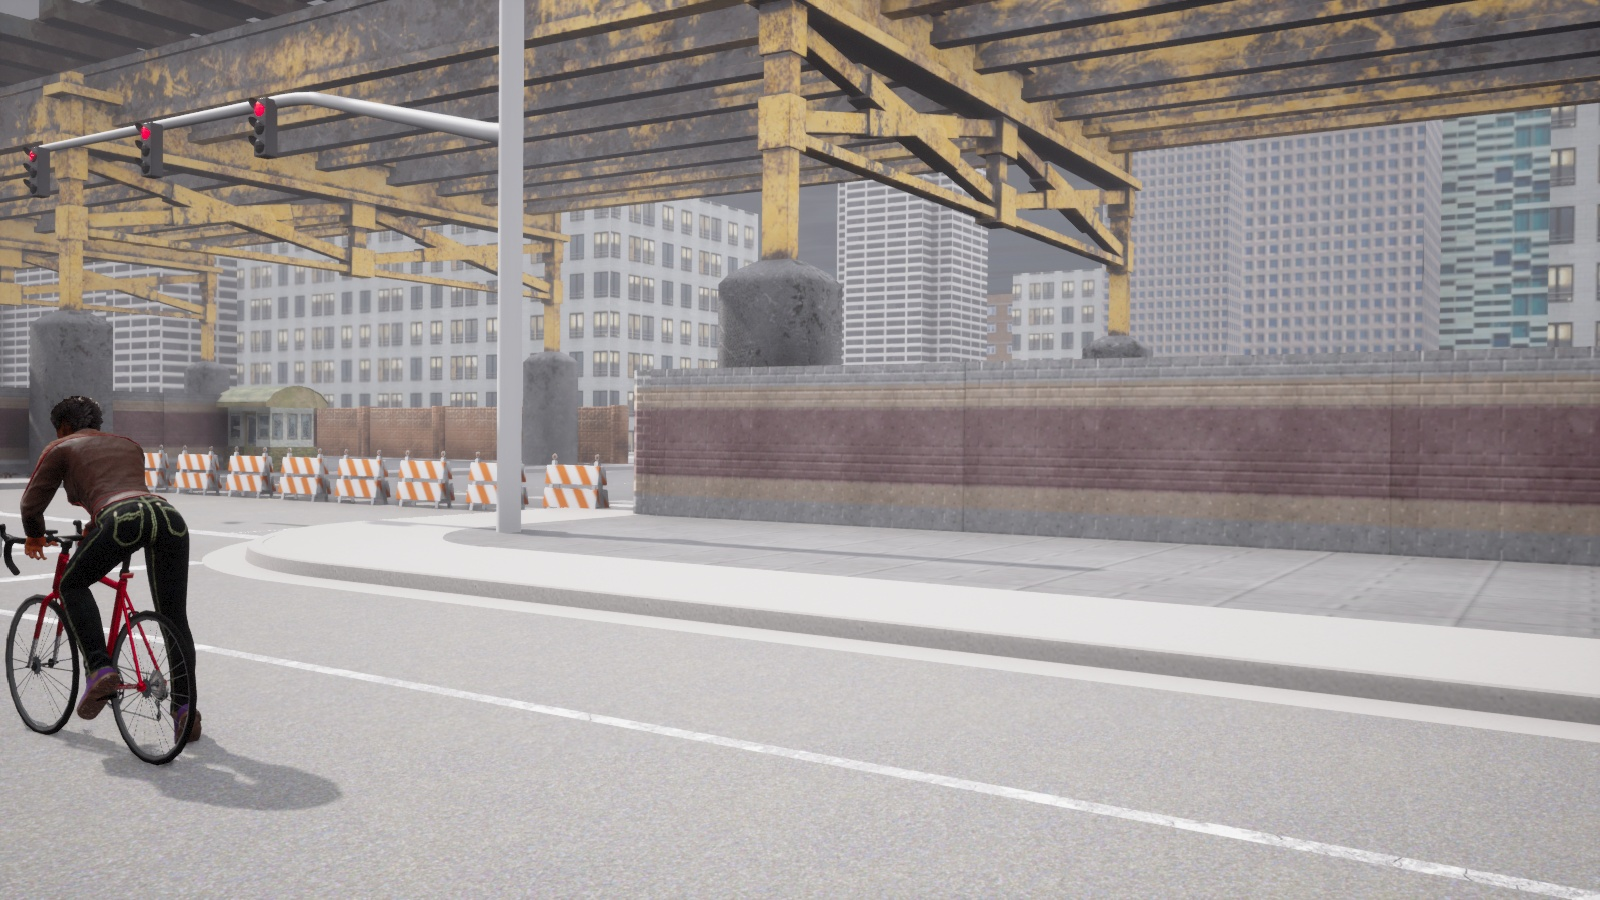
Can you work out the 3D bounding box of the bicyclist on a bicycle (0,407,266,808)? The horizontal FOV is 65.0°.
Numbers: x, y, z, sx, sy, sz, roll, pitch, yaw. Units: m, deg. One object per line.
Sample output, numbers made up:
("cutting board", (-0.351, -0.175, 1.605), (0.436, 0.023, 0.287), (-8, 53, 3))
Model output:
("bicyclist on a bicycle", (-3.227, 0.635, 5.764), (1.656, 1.620, 0.582), (0, 1, 34))
